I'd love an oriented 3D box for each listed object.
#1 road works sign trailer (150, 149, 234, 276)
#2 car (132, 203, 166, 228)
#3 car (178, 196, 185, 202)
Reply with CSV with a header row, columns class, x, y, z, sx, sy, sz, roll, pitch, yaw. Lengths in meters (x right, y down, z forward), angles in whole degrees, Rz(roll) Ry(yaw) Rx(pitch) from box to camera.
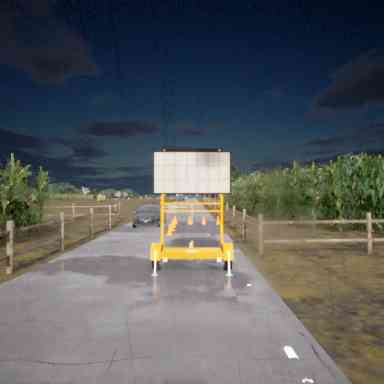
class,x,y,z,sx,sy,sz,roll,pitch,yaw
road works sign trailer,0.002,0.465,10.333,2.380,3.560,2.880,0,0,0
car,-2.748,1.515,22.116,1.837,1.490,4.892,0,0,0
car,-2.742,1.823,88.269,1.837,1.490,4.892,0,-1,0
